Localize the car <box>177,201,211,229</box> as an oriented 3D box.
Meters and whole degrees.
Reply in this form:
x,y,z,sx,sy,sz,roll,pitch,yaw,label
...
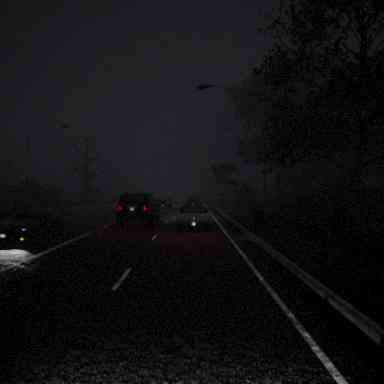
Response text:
x,y,z,sx,sy,sz,roll,pitch,yaw,label
0.094,1.435,20.363,1.895,1.301,4.718,0,0,0,car

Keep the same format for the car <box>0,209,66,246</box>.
x,y,z,sx,sy,sz,roll,pitch,yaw,label
-7.104,1.446,14.469,1.994,1.385,4.181,0,0,0,car

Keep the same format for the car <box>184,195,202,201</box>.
x,y,z,sx,sy,sz,roll,pitch,yaw,label
0.087,1.177,40.103,1.837,1.490,4.892,0,1,0,car

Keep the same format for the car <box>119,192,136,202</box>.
x,y,z,sx,sy,sz,roll,pitch,yaw,label
-10.517,0.795,54.557,1.812,1.442,4.674,0,0,0,car

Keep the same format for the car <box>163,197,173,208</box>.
x,y,z,sx,sy,sz,roll,pitch,yaw,label
-3.413,1.264,41.129,1.895,1.301,4.718,0,0,0,car

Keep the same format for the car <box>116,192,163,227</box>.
x,y,z,sx,sy,sz,roll,pitch,yaw,label
-3.410,1.045,21.578,2.150,2.045,5.566,0,0,0,car
